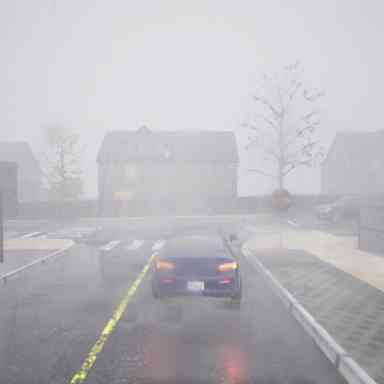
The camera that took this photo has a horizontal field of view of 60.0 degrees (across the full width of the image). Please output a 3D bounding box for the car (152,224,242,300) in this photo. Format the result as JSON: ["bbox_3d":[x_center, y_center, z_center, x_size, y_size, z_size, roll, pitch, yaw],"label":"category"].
[{"bbox_3d":[0.170,1.525,8.276,1.812,1.442,4.674,0,0,3],"label":"car"}]

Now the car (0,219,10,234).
[{"bbox_3d":[-12.836,1.879,18.500,4.718,1.301,1.895,-1,1,0],"label":"car"}]

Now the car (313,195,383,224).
[{"bbox_3d":[10.186,1.044,21.360,4.553,1.767,2.097,-1,1,-2],"label":"car"}]
